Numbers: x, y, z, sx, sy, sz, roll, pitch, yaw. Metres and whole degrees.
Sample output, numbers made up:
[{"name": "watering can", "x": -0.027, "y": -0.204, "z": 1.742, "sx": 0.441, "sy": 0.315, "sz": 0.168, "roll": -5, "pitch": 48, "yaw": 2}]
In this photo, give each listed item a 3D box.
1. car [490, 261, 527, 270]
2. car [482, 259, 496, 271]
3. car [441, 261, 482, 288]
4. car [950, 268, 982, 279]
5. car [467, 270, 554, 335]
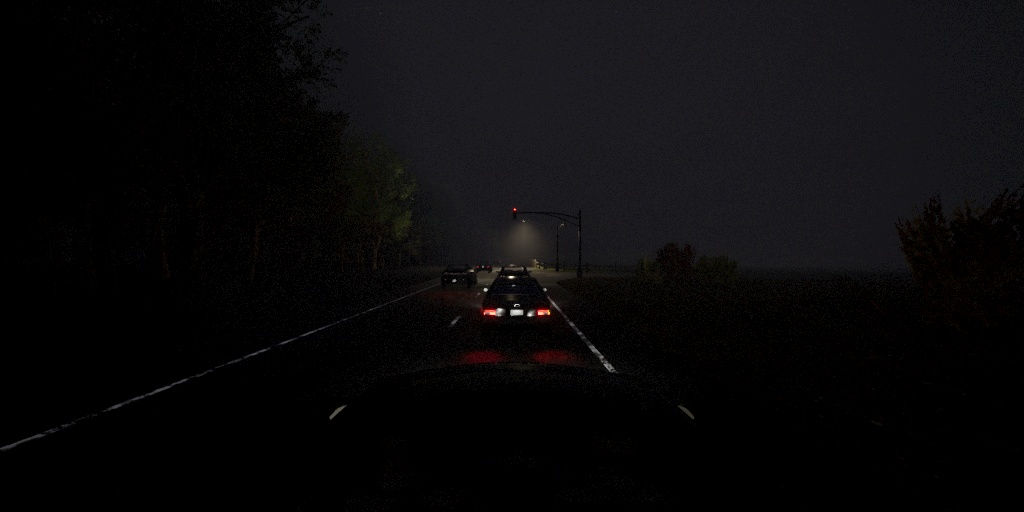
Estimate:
[{"name": "car", "x": 0.103, "y": 1.246, "z": 20.219, "sx": 2.128, "sy": 1.511, "sz": 4.902, "roll": 0, "pitch": 0, "yaw": 0}, {"name": "car", "x": -3.404, "y": 1.304, "z": 44.549, "sx": 2.033, "sy": 1.411, "sz": 5.357, "roll": 0, "pitch": 0, "yaw": 0}, {"name": "car", "x": -3.400, "y": 1.247, "z": 23.597, "sx": 2.128, "sy": 1.511, "sz": 4.902, "roll": 0, "pitch": 0, "yaw": 0}, {"name": "car", "x": 50.203, "y": 1.896, "z": 38.862, "sx": 4.718, "sy": 1.301, "sz": 1.895, "roll": 1, "pitch": -1, "yaw": 0}, {"name": "car", "x": 0.101, "y": 1.300, "z": 10.470, "sx": 2.033, "sy": 1.411, "sz": 5.357, "roll": 0, "pitch": 0, "yaw": 0}]
